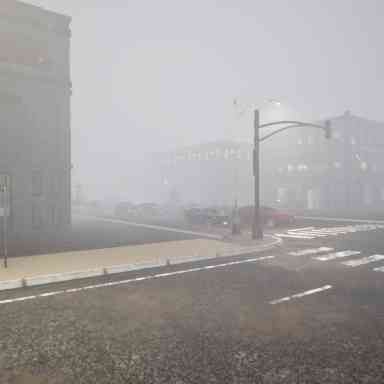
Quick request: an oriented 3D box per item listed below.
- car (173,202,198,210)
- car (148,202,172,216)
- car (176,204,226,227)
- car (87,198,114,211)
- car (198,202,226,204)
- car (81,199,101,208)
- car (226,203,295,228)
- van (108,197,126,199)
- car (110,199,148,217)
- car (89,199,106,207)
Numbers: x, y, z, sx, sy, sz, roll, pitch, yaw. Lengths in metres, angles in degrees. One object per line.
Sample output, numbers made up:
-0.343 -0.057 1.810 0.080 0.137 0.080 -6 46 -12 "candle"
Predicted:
-0.110 1.904 41.086 1.802 1.307 4.206 -2 0 -36 "car"
-4.542 1.900 37.350 1.812 1.442 4.674 -1 0 -35 "car"
1.035 1.814 24.850 1.947 1.339 4.313 -2 0 -36 "car"
-14.241 2.052 51.038 2.128 1.511 4.902 -1 0 -35 "car"
3.105 1.809 36.580 2.008 1.369 4.403 -2 0 -36 "car"
-19.223 2.159 63.414 2.128 1.511 4.902 -1 0 -36 "car"
5.039 1.663 24.027 1.882 1.535 5.008 -1 0 -37 "car"
-12.981 1.907 59.104 1.690 1.788 3.998 -1 0 -36 "van"
-6.933 1.846 36.214 1.967 1.590 4.097 -1 0 -36 "car"
-19.408 2.228 68.114 1.887 1.381 4.507 -1 0 -36 "car"
